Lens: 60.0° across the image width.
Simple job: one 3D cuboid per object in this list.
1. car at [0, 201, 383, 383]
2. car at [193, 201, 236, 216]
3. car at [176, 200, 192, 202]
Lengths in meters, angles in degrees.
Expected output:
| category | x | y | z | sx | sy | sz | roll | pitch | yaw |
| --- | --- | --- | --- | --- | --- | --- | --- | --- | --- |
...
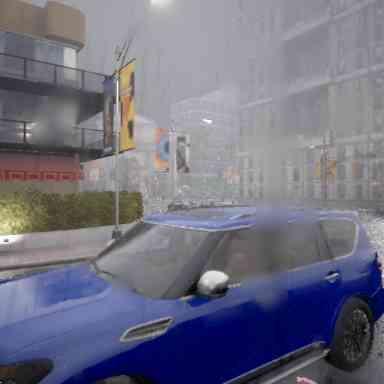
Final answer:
| category | x | y | z | sx | sy | sz | roll | pitch | yaw |
| --- | --- | --- | --- | --- | --- | --- | --- | --- | --- |
| car | 0.210 | 1.225 | 4.140 | 5.566 | 2.045 | 2.150 | 0 | 0 | -35 |
| car | 2.194 | 1.634 | 34.098 | 1.895 | 1.301 | 4.718 | 0 | 0 | -35 |
| car | -0.656 | 1.553 | 32.068 | 1.812 | 1.442 | 4.674 | 0 | 0 | -35 |
